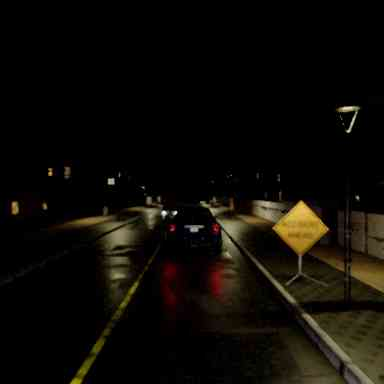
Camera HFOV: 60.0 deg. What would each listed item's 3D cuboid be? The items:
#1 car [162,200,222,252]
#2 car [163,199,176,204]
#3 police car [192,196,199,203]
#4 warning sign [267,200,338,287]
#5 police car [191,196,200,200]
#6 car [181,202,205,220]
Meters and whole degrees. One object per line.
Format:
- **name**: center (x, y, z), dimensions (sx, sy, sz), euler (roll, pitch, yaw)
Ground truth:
- **car**: center (0.087, 1.395, 14.155), dimensions (2.097, 1.767, 4.553), euler (0, 0, 0)
- **car**: center (-2.826, 1.666, 44.171), dimensions (1.882, 1.535, 5.008), euler (0, -1, 0)
- **police car**: center (0.848, 1.957, 87.938), dimensions (1.930, 1.638, 5.238), euler (0, -1, 0)
- **warning sign**: center (2.533, 1.136, 7.800), dimensions (1.300, 1.860, 1.060), euler (1, 1, 0)
- **police car**: center (0.846, 1.866, 77.936), dimensions (1.930, 1.638, 5.238), euler (0, -1, 0)
- **car**: center (0.095, 1.674, 30.320), dimensions (1.994, 1.385, 4.181), euler (0, 0, 0)
